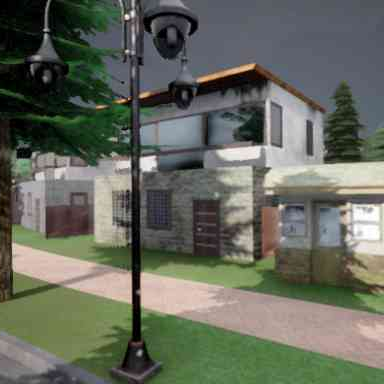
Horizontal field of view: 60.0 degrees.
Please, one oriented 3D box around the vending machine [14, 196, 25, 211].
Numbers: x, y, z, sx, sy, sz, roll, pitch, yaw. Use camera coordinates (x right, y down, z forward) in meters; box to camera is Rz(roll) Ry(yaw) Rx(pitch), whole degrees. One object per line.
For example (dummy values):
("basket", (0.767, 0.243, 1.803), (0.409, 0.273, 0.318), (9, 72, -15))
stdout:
("vending machine", (-25.305, 1.660, 48.872), (1.100, 2.100, 0.880), (0, 0, -2))
